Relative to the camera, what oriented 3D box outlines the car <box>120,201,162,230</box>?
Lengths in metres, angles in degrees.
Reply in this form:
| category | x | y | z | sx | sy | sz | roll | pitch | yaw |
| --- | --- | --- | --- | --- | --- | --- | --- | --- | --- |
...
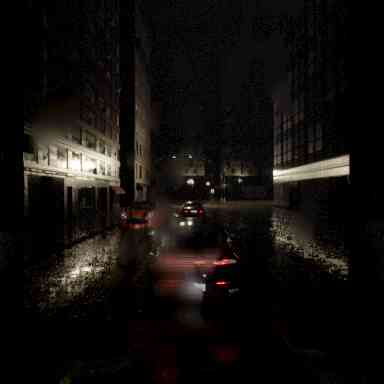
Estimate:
| category | x | y | z | sx | sy | sz | roll | pitch | yaw |
| --- | --- | --- | --- | --- | --- | --- | --- | --- | --- |
| car | -3.084 | 1.352 | 20.874 | 2.097 | 1.767 | 4.553 | 0 | 0 | 0 |

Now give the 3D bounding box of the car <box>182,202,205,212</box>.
| category | x | y | z | sx | sy | sz | roll | pitch | yaw |
| --- | --- | --- | --- | --- | --- | --- | --- | --- | --- |
| car | 0.121 | 1.549 | 28.127 | 2.033 | 1.411 | 5.357 | 0 | 0 | 0 |

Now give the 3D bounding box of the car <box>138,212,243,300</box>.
| category | x | y | z | sx | sy | sz | roll | pitch | yaw |
| --- | --- | --- | --- | --- | --- | --- | --- | --- | --- |
| car | 0.102 | 1.492 | 8.366 | 2.128 | 1.511 | 4.902 | 0 | 0 | 0 |
